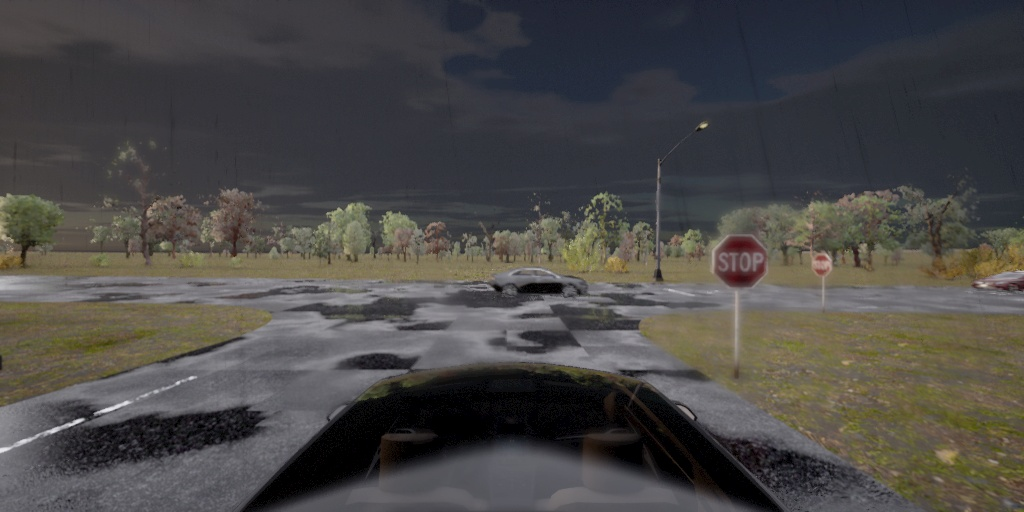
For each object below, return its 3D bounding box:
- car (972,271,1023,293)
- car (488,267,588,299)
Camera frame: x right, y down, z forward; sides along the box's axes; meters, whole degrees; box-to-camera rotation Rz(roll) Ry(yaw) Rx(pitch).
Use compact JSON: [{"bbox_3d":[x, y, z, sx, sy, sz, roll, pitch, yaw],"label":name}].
[{"bbox_3d":[34.856,1.773,24.709,4.674,1.442,1.812,0,1,0],"label":"car"},{"bbox_3d":[1.286,1.299,17.934,4.902,1.511,2.128,0,0,0],"label":"car"}]
